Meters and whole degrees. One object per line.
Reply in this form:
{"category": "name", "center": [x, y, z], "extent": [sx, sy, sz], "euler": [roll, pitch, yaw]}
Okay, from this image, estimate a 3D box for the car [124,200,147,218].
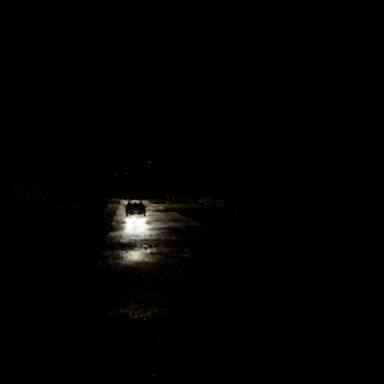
{"category": "car", "center": [-5.320, 1.541, 31.251], "extent": [2.128, 1.511, 4.902], "euler": [1, 0, -12]}
